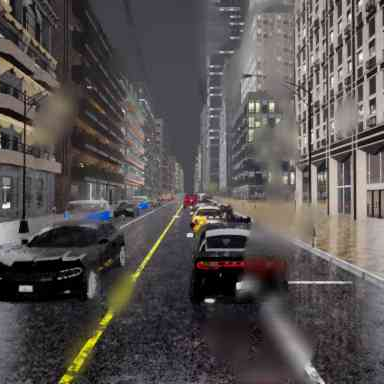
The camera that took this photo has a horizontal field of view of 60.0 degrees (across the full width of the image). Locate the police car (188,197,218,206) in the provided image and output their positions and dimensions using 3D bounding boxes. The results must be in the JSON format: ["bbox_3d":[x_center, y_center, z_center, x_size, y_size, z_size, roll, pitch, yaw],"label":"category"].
[{"bbox_3d":[0.880,1.425,24.360,1.930,1.638,5.238,0,0,0],"label":"police car"}]

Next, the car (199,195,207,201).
[{"bbox_3d":[2.616,1.508,80.910,1.947,1.339,4.313,1,0,0],"label":"car"}]

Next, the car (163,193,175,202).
[{"bbox_3d":[-5.731,1.266,75.327,2.192,1.841,5.009,1,0,0],"label":"car"}]

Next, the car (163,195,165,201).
[{"bbox_3d":[-5.719,1.562,52.530,1.802,1.307,4.206,1,0,0],"label":"car"}]

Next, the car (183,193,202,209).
[{"bbox_3d":[-0.028,1.209,45.669,2.150,2.045,5.566,0,0,1],"label":"car"}]

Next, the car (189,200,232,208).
[{"bbox_3d":[0.884,1.456,18.439,1.801,1.575,5.366,0,0,0],"label":"car"}]

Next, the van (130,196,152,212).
[{"bbox_3d":[-5.701,1.336,35.436,1.690,1.788,3.998,1,0,0],"label":"van"}]

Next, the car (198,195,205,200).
[{"bbox_3d":[2.598,1.505,92.305,1.802,1.307,4.206,1,0,0],"label":"car"}]

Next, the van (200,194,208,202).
[{"bbox_3d":[2.658,1.292,75.212,1.690,1.788,3.998,1,0,0],"label":"van"}]

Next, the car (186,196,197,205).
[{"bbox_3d":[-0.047,1.478,58.699,1.837,1.490,4.892,0,0,0],"label":"car"}]

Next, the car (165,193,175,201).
[{"bbox_3d":[-5.740,1.248,86.723,2.192,1.841,5.009,1,0,0],"label":"car"}]

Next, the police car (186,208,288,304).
[{"bbox_3d":[0.892,1.427,8.357,1.930,1.638,5.238,0,0,0],"label":"police car"}]

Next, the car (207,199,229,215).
[{"bbox_3d":[2.676,1.546,35.325,2.008,1.369,4.403,1,0,0],"label":"car"}]

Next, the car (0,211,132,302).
[{"bbox_3d":[-3.008,1.479,8.517,1.882,1.535,5.008,0,0,0],"label":"car"}]

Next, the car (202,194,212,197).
[{"bbox_3d":[2.663,1.289,58.118,2.192,1.841,5.009,1,0,0],"label":"car"}]

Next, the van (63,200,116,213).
[{"bbox_3d":[-5.687,1.342,18.337,1.690,1.788,3.998,1,0,0],"label":"van"}]

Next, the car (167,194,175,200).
[{"bbox_3d":[-5.747,1.363,92.423,1.967,1.590,4.097,1,0,0],"label":"car"}]

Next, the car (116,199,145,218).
[{"bbox_3d":[-5.701,1.564,29.738,1.947,1.339,4.313,1,0,0],"label":"car"}]

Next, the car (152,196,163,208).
[{"bbox_3d":[-5.714,1.537,46.833,2.008,1.369,4.403,1,0,0],"label":"car"}]

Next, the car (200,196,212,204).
[{"bbox_3d":[2.653,1.517,63.816,2.008,1.369,4.403,1,0,0],"label":"car"}]
